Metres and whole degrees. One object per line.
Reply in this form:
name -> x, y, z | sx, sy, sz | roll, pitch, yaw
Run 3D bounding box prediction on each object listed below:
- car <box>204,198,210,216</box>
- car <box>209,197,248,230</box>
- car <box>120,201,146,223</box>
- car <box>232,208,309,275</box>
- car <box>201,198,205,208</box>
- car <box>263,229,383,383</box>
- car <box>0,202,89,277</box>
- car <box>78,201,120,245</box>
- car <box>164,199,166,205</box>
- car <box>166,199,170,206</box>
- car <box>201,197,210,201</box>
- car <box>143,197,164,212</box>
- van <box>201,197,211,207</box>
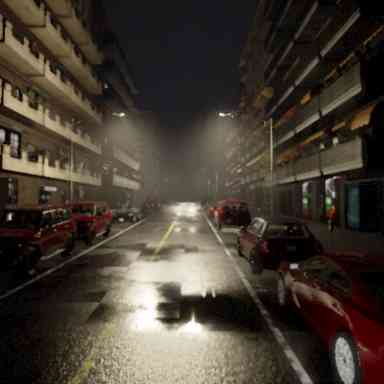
car -> 2.542, 1.642, 32.746 | 1.967, 1.590, 4.097 | 1, 0, 0
car -> 2.549, 1.443, 21.684 | 2.192, 1.841, 5.009 | 1, 0, 0
car -> -5.305, 1.730, 27.271 | 1.947, 1.339, 4.313 | 1, 0, 0
car -> 2.591, 1.501, 10.621 | 1.967, 1.590, 4.097 | 1, 0, 0
car -> 2.536, 1.866, 43.807 | 1.802, 1.307, 4.206 | 1, 0, 0
car -> 2.583, 1.574, 5.089 | 1.887, 1.381, 4.507 | 1, 0, 0
car -> -5.294, 1.376, 10.680 | 2.192, 1.841, 5.009 | 1, 0, 0
car -> -5.295, 1.409, 16.210 | 2.192, 1.841, 5.009 | 1, 0, 0
car -> -5.311, 1.873, 49.392 | 1.887, 1.381, 4.507 | 1, 0, 0
car -> -5.318, 2.053, 65.984 | 1.802, 1.307, 4.206 | 1, -1, 0
car -> 2.538, 1.688, 54.872 | 2.192, 1.841, 5.009 | 1, 0, 0
car -> -5.304, 1.599, 43.862 | 2.192, 1.841, 5.009 | 1, 0, 0
van -> 2.536, 1.762, 60.403 | 1.690, 1.788, 3.998 | 1, -1, 0
